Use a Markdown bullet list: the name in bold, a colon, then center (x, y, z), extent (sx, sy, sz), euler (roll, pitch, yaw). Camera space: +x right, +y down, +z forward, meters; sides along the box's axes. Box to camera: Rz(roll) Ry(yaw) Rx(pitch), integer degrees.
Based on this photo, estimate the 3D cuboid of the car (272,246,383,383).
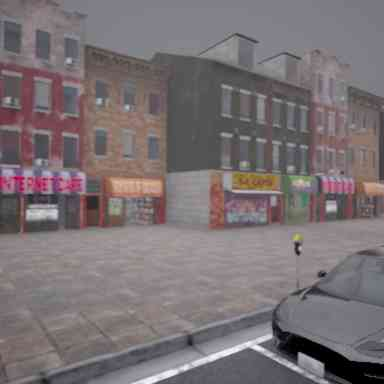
- **car**: center (3.121, 1.589, 5.030), extent (4.313, 1.339, 1.947), euler (0, 0, -36)
